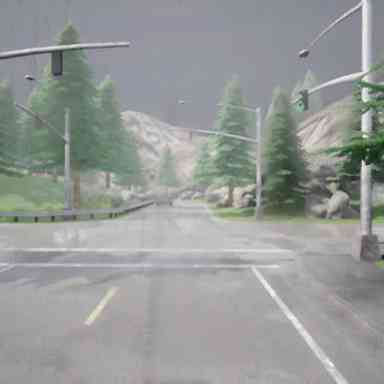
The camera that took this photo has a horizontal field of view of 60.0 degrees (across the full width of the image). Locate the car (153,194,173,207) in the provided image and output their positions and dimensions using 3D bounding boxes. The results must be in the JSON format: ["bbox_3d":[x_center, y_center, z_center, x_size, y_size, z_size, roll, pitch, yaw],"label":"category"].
[{"bbox_3d":[-3.585,1.242,43.820,1.994,1.385,4.181,0,0,0],"label":"car"}]
